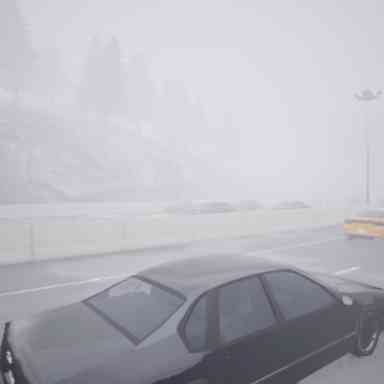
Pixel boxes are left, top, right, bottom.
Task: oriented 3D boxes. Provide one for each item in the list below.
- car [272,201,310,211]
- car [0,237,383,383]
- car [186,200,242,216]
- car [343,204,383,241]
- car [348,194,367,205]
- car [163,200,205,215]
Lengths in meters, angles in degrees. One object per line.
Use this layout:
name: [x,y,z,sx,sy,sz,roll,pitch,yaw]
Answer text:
car: [8.755,1.480,29.781,5.008,1.535,1.882,0,0,-44]
car: [0.540,1.550,4.231,5.357,1.411,2.033,0,0,-37]
car: [1.661,1.524,27.974,4.892,1.490,1.837,0,0,-42]
car: [8.917,1.468,15.474,5.008,1.535,1.882,0,0,-41]
car: [28.905,1.326,58.126,2.097,1.767,4.553,0,0,38]
car: [-0.835,1.595,35.167,4.181,1.385,1.994,0,0,-43]
